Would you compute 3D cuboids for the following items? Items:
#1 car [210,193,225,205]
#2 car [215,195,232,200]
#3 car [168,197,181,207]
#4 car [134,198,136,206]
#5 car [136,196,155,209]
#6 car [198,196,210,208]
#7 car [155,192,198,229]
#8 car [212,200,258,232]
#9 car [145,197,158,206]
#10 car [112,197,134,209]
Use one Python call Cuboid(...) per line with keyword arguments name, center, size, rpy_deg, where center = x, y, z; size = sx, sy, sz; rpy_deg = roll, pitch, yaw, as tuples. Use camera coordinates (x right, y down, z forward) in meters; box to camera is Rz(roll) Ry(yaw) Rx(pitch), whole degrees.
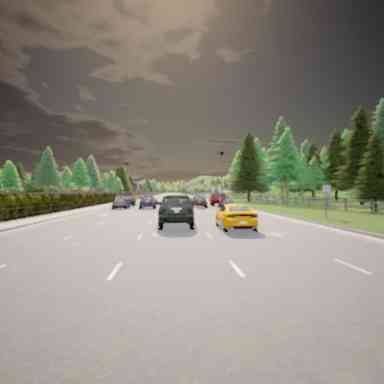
Cuboid(name="car", center=(4.079, 1.165, 52.789), size=(2.150, 2.045, 5.566), rpy_deg=(0, 0, -3))
Cuboid(name="car", center=(4.609, 1.514, 43.604), size=(1.994, 1.385, 4.181), rpy_deg=(0, 0, -3))
Cuboid(name="car", center=(-2.701, 1.471, 50.523), size=(1.837, 1.490, 4.892), rpy_deg=(0, 0, -3))
Cuboid(name="car", center=(-9.954, 1.490, 52.985), size=(1.837, 1.490, 4.892), rpy_deg=(0, 0, -3))
Cuboid(name="car", center=(-5.868, 1.332, 44.581), size=(2.097, 1.767, 4.553), rpy_deg=(0, 0, -3))
Cuboid(name="car", center=(0.947, 1.309, 46.841), size=(2.097, 1.767, 4.553), rpy_deg=(0, 0, -3))
Cuboid(name="car", center=(-1.040, 1.206, 21.659), size=(2.150, 2.045, 5.566), rpy_deg=(0, 0, -3))
Cuboid(name="car", center=(2.563, 1.453, 19.920), size=(1.882, 1.535, 5.008), rpy_deg=(0, 0, -3))
Cuboid(name="car", center=(-6.477, 1.500, 53.473), size=(1.812, 1.442, 4.674), rpy_deg=(0, 0, -3))
Cuboid(name="car", center=(-9.347, 1.555, 44.107), size=(1.994, 1.385, 4.181), rpy_deg=(0, 0, -3))
